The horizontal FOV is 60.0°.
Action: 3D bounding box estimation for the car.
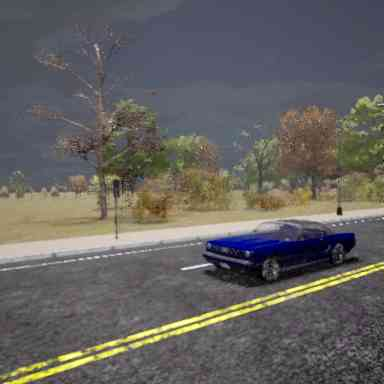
[{"bbox_3d":[2.615,1.488,9.552,4.718,1.301,1.895,-1,1,-36],"label":"car"}]
